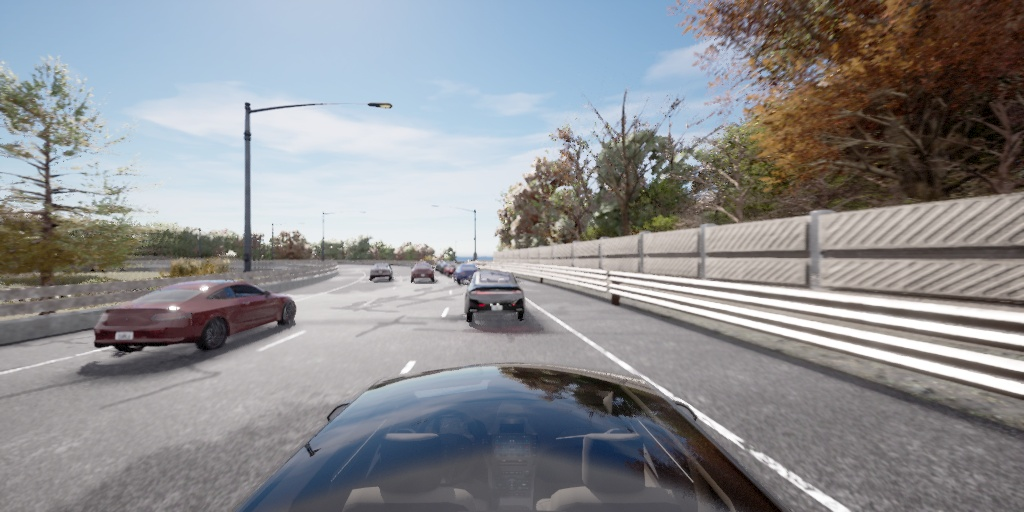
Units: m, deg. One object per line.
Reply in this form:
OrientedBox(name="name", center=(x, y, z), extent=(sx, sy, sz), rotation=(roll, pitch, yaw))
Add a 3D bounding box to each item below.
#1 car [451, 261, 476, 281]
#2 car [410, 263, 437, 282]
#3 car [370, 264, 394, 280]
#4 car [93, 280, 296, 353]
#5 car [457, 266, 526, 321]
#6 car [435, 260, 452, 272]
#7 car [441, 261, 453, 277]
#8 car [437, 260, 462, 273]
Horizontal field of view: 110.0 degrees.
OrientedBox(name="car", center=(-3.465, 1.346, 27.857), extent=(1.812, 1.442, 4.674), rotation=(0, 0, -13))
OrientedBox(name="car", center=(-7.676, 1.368, 30.664), extent=(1.812, 1.442, 4.674), rotation=(0, 0, -15))
OrientedBox(name="car", center=(-11.837, 1.409, 32.622), extent=(2.033, 1.411, 5.357), rotation=(0, 0, -17))
OrientedBox(name="car", center=(-7.350, 1.318, 8.939), extent=(1.812, 1.442, 4.674), rotation=(0, 0, -4))
OrientedBox(name="car", center=(-0.682, 1.268, 12.617), extent=(2.128, 1.511, 4.902), rotation=(0, 0, -6))
OrientedBox(name="car", center=(-9.619, 1.385, 50.076), extent=(2.128, 1.511, 4.902), rotation=(0, 0, -12))
OrientedBox(name="car", center=(-5.812, 1.450, 36.491), extent=(1.895, 1.301, 4.718), rotation=(0, 0, -16))
OrientedBox(name="car", center=(-7.545, 1.359, 42.322), extent=(2.128, 1.511, 4.902), rotation=(0, 0, -16))
